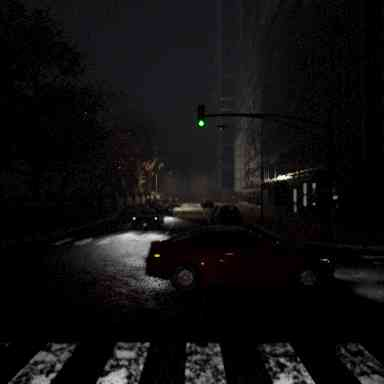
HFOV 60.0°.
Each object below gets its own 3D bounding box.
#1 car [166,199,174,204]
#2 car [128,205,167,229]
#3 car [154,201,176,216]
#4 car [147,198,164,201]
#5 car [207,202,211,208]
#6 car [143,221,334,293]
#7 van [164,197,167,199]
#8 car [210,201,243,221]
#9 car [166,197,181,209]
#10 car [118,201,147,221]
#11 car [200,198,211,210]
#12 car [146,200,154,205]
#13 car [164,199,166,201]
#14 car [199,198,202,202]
[{"bbox_3d":[-5.690,2.432,87.820,1.802,1.307,4.206,0,0,0],"label":"car"},{"bbox_3d":[-3.101,1.851,24.092,1.895,1.301,4.718,0,-1,0],"label":"car"},{"bbox_3d":[-3.101,1.986,37.290,1.895,1.301,4.718,0,0,0],"label":"car"},{"bbox_3d":[-5.689,1.810,48.042,2.192,1.841,5.009,0,-1,0],"label":"car"},{"bbox_3d":[2.692,1.887,30.994,1.947,1.339,4.313,0,-1,0],"label":"car"},{"bbox_3d":[1.152,1.619,8.542,4.674,1.442,1.812,0,-1,1],"label":"car"},{"bbox_3d":[-5.689,2.098,76.457,1.690,1.788,3.998,0,-1,0],"label":"van"},{"bbox_3d":[2.693,1.702,25.315,1.967,1.590,4.097,0,-1,0],"label":"car"},{"bbox_3d":[-3.009,2.071,58.043,1.882,1.535,5.008,0,-1,0],"label":"car"},{"bbox_3d":[-5.689,1.866,30.992,1.887,1.381,4.507,0,-1,0],"label":"car"},{"bbox_3d":[2.691,2.116,53.718,1.947,1.339,4.313,0,-1,0],"label":"car"},{"bbox_3d":[-5.689,1.930,36.674,2.008,1.369,4.403,0,-1,0],"label":"car"},{"bbox_3d":[-5.690,2.132,53.721,1.802,1.307,4.206,0,-1,0],"label":"car"},{"bbox_3d":[2.692,2.044,59.400,1.967,1.590,4.097,0,-1,0],"label":"car"}]
